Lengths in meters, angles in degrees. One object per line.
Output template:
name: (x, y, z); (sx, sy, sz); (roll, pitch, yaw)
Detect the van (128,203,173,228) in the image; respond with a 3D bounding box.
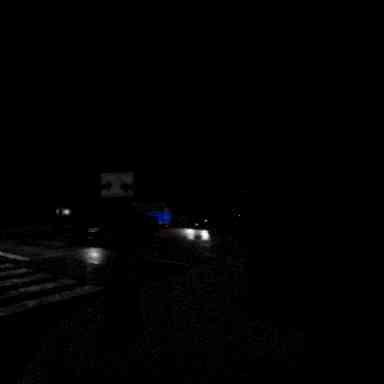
van: (-3.055, 1.661, 23.179); (1.690, 1.788, 3.998); (-1, -1, 35)

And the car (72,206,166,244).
car: (-3.860, 1.727, 17.563); (1.882, 1.535, 5.008); (0, -1, 35)

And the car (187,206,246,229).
car: (1.864, 1.948, 25.667); (2.033, 1.411, 5.357); (0, -1, 35)

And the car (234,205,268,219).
car: (6.590, 2.140, 36.827); (1.947, 1.339, 4.313); (-1, -1, 35)

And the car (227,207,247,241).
car: (3.903, 1.782, 18.251); (1.967, 1.590, 4.097); (-1, -1, 35)
